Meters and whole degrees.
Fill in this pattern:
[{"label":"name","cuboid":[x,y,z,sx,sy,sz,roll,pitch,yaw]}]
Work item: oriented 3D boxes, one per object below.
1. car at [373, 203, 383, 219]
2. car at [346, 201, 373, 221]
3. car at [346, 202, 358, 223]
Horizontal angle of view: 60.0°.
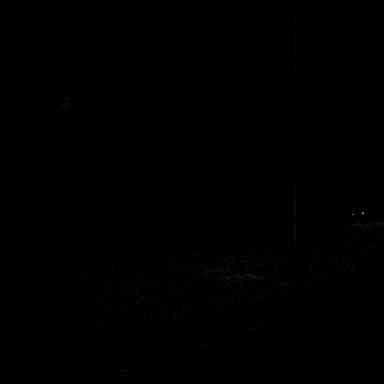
[{"label":"car","cuboid":[15.918,1.580,29.054,1.947,1.339,4.313,0,0,-35]},{"label":"car","cuboid":[10.918,1.209,26.619,2.150,2.045,5.566,0,0,-35]},{"label":"car","cuboid":[9.380,1.539,24.399,1.947,1.339,4.313,0,0,-35]}]
